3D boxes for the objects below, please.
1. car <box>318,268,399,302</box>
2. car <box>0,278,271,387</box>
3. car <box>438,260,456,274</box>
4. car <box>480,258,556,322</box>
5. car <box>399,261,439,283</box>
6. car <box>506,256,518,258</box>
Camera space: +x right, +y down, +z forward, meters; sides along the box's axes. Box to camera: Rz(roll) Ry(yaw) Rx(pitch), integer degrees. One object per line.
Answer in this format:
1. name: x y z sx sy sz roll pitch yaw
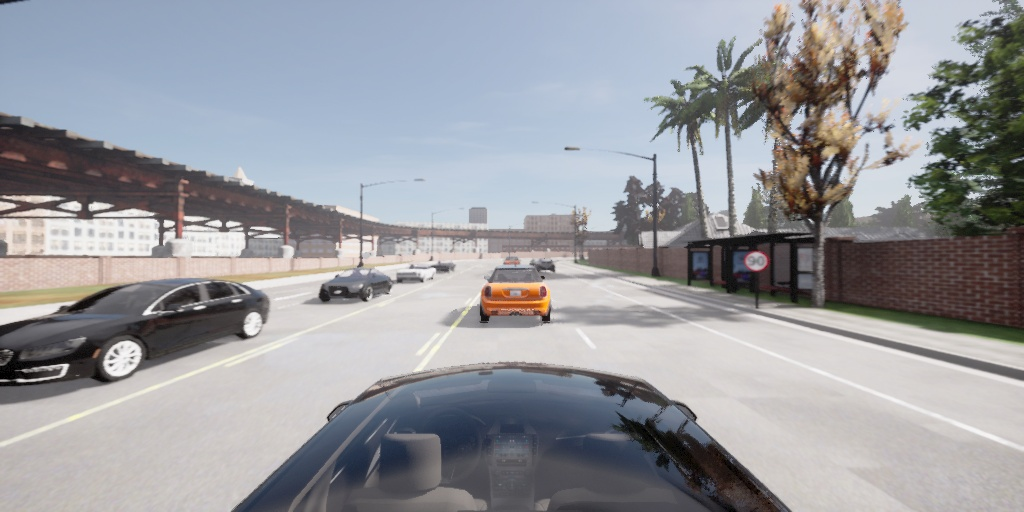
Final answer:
1. car: -7.023 1.260 16.541 1.994 1.385 4.181 0 0 1
2. car: -7.087 1.241 7.194 1.837 1.490 4.892 0 0 0
3. car: -6.985 1.085 36.856 1.895 1.301 4.718 0 1 0
4. car: 0.104 1.064 12.229 2.097 1.767 4.553 0 0 0
5. car: -6.990 1.211 26.507 1.895 1.301 4.718 0 1 0
6. car: 0.024 0.798 39.458 2.097 1.767 4.553 0 1 0
